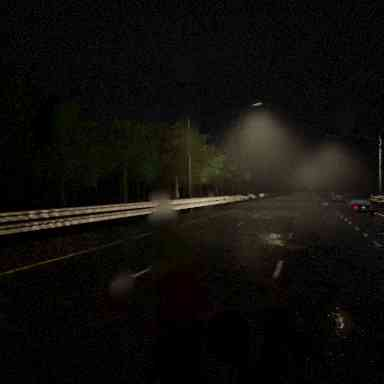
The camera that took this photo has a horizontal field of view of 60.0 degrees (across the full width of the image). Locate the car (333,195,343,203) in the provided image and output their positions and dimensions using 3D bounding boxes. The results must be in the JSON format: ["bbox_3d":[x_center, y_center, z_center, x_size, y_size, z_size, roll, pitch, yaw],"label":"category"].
[{"bbox_3d":[25.537,1.239,57.639,1.994,1.385,4.181,0,0,26],"label":"car"}]

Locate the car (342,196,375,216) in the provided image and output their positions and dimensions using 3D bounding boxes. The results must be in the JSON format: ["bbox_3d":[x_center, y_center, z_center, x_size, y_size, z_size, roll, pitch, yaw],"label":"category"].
[{"bbox_3d":[15.457,1.369,30.696,2.033,1.411,5.357,0,0,19],"label":"car"}]
